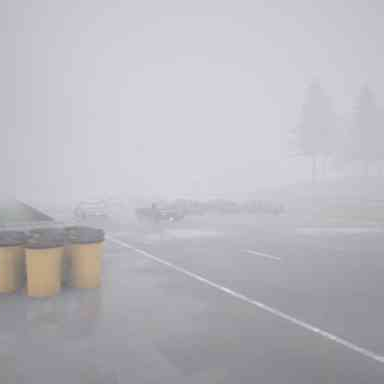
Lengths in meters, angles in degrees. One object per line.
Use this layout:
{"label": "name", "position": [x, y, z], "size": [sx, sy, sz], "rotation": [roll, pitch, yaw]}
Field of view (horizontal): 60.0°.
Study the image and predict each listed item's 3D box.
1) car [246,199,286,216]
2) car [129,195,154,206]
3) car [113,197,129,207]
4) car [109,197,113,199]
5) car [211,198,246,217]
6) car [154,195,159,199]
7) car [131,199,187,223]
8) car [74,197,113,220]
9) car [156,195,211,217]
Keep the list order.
{"label": "car", "position": [6.036, 1.378, 30.105], "size": [2.033, 1.411, 5.357], "rotation": [0, 0, -30]}
{"label": "car", "position": [-7.462, 1.312, 46.575], "size": [1.895, 1.301, 4.718], "rotation": [0, 0, -30]}
{"label": "car", "position": [-10.497, 1.317, 44.828], "size": [1.895, 1.301, 4.718], "rotation": [0, 0, -30]}
{"label": "car", "position": [-11.507, 1.293, 39.561], "size": [2.033, 1.411, 5.357], "rotation": [0, 0, -30]}
{"label": "car", "position": [2.227, 1.319, 29.711], "size": [2.128, 1.511, 4.902], "rotation": [0, 0, -30]}
{"label": "car", "position": [-5.143, 1.202, 49.560], "size": [1.837, 1.490, 4.892], "rotation": [0, 0, -30]}
{"label": "car", "position": [-2.490, 1.454, 23.868], "size": [1.895, 1.301, 4.718], "rotation": [0, 0, -30]}
{"label": "car", "position": [-8.097, 1.354, 26.577], "size": [1.812, 1.442, 4.674], "rotation": [0, 0, -30]}
{"label": "car", "position": [-0.809, 1.324, 27.968], "size": [2.128, 1.511, 4.902], "rotation": [0, 0, -30]}
